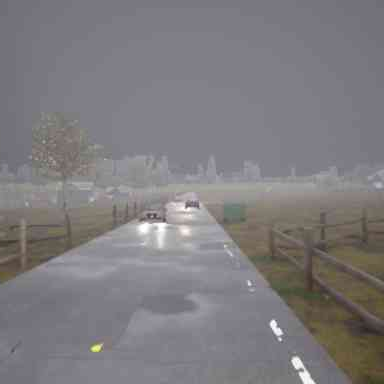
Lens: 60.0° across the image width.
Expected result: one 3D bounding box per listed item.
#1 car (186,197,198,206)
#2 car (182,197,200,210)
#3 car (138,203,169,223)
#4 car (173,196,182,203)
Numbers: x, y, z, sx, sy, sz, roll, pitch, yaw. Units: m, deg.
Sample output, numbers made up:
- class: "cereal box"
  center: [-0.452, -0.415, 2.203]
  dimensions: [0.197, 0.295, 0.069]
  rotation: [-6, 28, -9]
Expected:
- class: "car"
  center: [-0.009, 1.499, 54.827]
  dimensions: [1.812, 1.442, 4.674]
  rotation: [0, 0, 0]
- class: "car"
  center: [0.056, 1.460, 43.797]
  dimensions: [1.882, 1.535, 5.008]
  rotation: [0, 0, 1]
- class: "car"
  center: [-2.852, 1.551, 25.561]
  dimensions: [1.994, 1.385, 4.181]
  rotation: [0, 0, 0]
- class: "car"
  center: [-2.764, 1.500, 66.719]
  dimensions: [2.033, 1.411, 5.357]
  rotation: [0, 0, 0]
